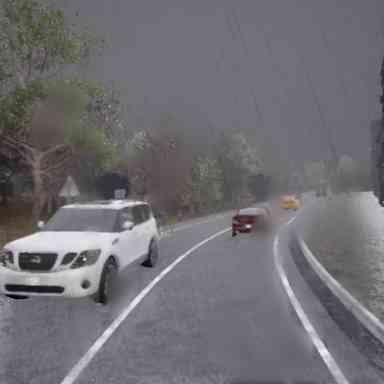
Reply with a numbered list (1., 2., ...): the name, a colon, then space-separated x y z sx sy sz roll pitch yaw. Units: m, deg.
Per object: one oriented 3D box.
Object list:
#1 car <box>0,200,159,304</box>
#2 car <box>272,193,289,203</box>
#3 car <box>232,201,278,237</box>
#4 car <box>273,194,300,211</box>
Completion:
1. car: -2.438 1.257 8.684 2.150 2.045 5.566 0 0 9
2. car: 13.857 0.943 51.972 1.895 1.301 4.718 -2 1 24
3. car: 3.472 1.500 18.434 1.882 1.535 5.008 -2 0 18
4. car: 10.329 1.157 35.562 1.882 1.535 5.008 -2 1 23
